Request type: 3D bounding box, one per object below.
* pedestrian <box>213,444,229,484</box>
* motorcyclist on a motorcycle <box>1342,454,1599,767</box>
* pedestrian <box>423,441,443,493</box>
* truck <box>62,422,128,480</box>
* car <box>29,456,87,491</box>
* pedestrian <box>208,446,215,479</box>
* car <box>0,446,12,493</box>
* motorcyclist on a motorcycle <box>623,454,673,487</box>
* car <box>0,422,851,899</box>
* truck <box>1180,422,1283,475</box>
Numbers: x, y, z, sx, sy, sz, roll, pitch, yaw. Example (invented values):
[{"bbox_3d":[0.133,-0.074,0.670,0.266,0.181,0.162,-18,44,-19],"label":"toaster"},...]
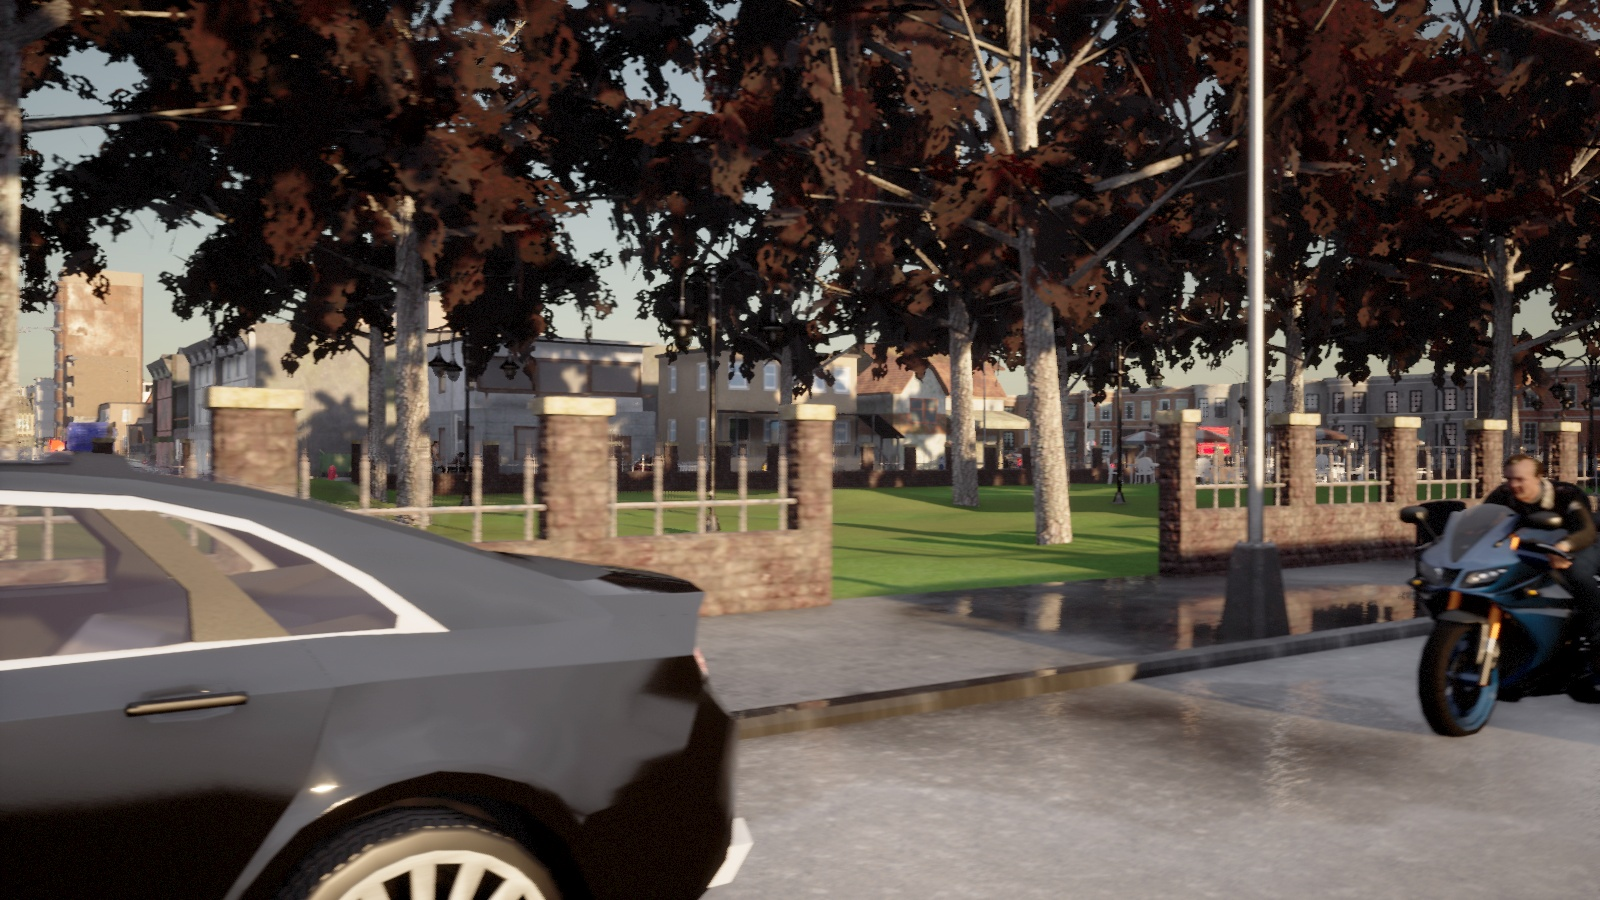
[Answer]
[{"bbox_3d":[-27.201,0.657,59.041,0.431,1.840,0.709,0,0,0],"label":"pedestrian"},{"bbox_3d":[4.108,0.789,7.127,2.191,1.530,0.866,0,0,-35],"label":"motorcyclist on a motorcycle"},{"bbox_3d":[-12.862,0.589,43.969,0.594,1.836,0.345,0,0,-34],"label":"pedestrian"},{"bbox_3d":[-44.508,0.051,79.120,2.891,3.462,7.936,0,0,-35],"label":"truck"},{"bbox_3d":[-31.977,0.971,54.075,1.812,1.442,4.674,0,0,-35],"label":"car"},{"bbox_3d":[-32.678,0.694,69.691,0.345,1.836,0.594,0,0,-25],"label":"pedestrian"},{"bbox_3d":[-30.415,0.694,43.310,2.152,1.651,5.027,0,0,34],"label":"car"},{"bbox_3d":[-7.190,0.940,59.326,2.191,1.530,0.866,0,0,-35],"label":"motorcyclist on a motorcycle"},{"bbox_3d":[-2.497,0.712,2.530,4.902,1.511,2.128,0,0,-35],"label":"car"},{"bbox_3d":[29.246,-0.089,85.562,2.891,3.462,7.936,0,0,-13],"label":"truck"}]
